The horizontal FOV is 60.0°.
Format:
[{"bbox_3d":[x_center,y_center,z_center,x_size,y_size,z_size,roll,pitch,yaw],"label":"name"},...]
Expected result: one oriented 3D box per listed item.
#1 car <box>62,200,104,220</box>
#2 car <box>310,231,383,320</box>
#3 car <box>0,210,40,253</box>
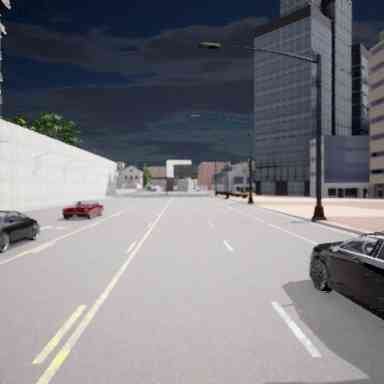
[{"bbox_3d":[-7.901,1.270,24.477,1.895,1.301,4.718,0,1,-2],"label":"car"},{"bbox_3d":[3.686,1.406,5.656,2.128,1.511,4.902,0,1,-3],"label":"car"},{"bbox_3d":[-7.500,1.410,12.684,1.994,1.385,4.181,0,1,-2],"label":"car"}]
